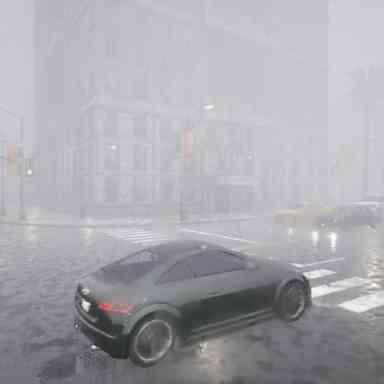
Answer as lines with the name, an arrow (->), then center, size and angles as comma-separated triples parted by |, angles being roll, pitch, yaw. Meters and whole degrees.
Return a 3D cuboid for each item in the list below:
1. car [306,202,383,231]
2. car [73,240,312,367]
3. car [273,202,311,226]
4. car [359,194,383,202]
car -> 9.871, 1.547, 20.919 | 5.357, 1.411, 2.033 | 0, 0, -34
car -> 0.157, 1.566, 5.814 | 4.181, 1.385, 1.994 | 0, 0, -34
car -> 7.935, 1.478, 23.831 | 5.008, 1.535, 1.882 | 0, 0, -34
car -> 16.400, 1.221, 29.483 | 5.566, 2.045, 2.150 | 0, 0, -33
